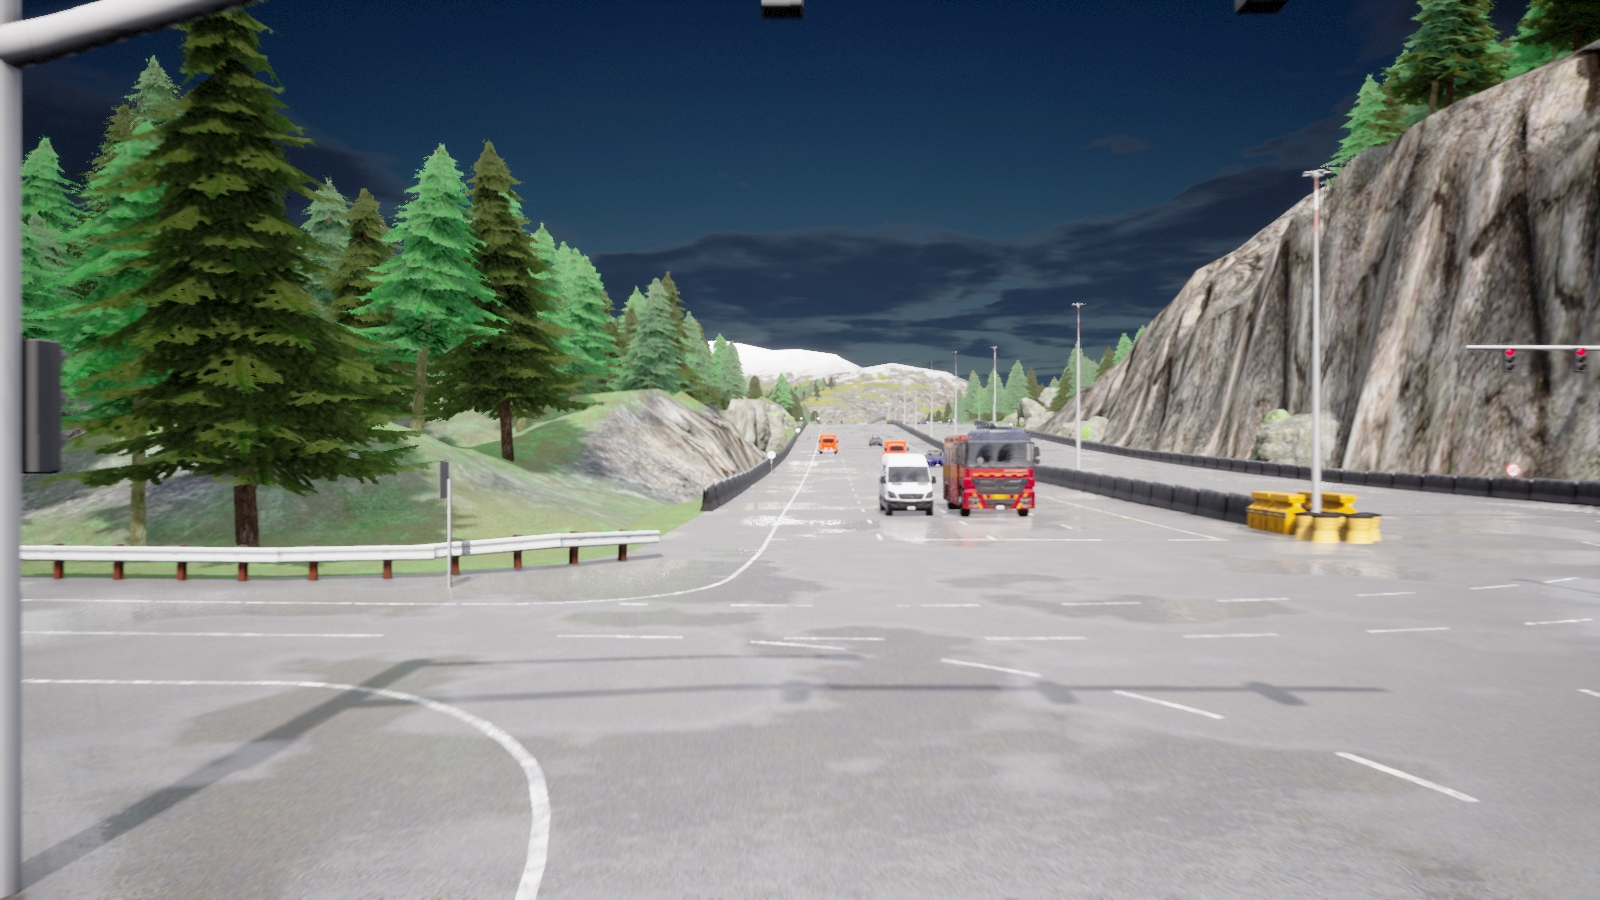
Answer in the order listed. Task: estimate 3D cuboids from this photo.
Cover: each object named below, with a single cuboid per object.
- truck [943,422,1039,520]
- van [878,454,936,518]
[{"bbox_3d":[8.056,0.810,49.168,2.891,3.827,8.468,0,0,1],"label":"truck"},{"bbox_3d":[4.549,1.457,49.338,1.988,2.561,5.915,0,0,0],"label":"van"}]
